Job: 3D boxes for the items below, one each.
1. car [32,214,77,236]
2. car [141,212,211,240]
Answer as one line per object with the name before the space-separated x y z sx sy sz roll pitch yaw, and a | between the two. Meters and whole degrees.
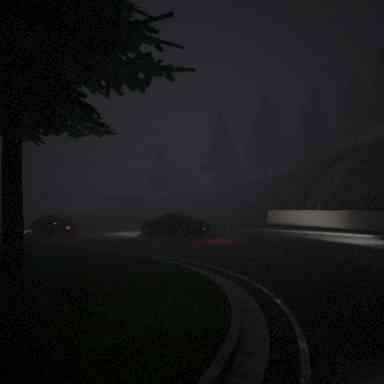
car | -10.019 2.304 24.162 1.812 1.442 4.674 0 -2 -45
car | -1.107 2.010 20.610 5.008 1.535 1.882 -2 -2 43
